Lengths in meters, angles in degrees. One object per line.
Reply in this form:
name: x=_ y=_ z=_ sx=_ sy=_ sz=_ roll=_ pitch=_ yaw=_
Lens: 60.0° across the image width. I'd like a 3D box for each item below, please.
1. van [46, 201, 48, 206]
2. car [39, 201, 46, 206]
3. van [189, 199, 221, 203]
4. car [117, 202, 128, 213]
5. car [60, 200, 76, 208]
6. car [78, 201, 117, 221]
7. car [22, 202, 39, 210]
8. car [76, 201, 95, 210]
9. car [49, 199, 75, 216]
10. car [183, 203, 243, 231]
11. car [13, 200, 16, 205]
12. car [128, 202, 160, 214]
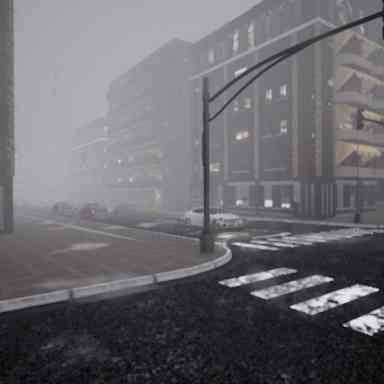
van: x=-32.019 y=2.497 z=77.222 sx=1.690 sy=1.788 sz=3.998 roll=-2 pitch=0 yaw=-36
car: x=-38.612 y=2.911 z=86.373 sx=1.947 sy=1.339 sz=4.313 roll=-2 pitch=0 yaw=-36
van: x=1.120 y=1.559 z=31.558 sx=1.690 sy=1.788 sz=3.998 roll=-2 pitch=0 yaw=-36
car: x=-8.912 y=2.064 z=45.188 sx=1.947 sy=1.339 sz=4.313 roll=-2 pitch=0 yaw=-36
car: x=-25.415 y=2.408 z=68.069 sx=1.967 sy=1.590 sz=4.097 roll=-2 pitch=0 yaw=-36
car: x=-9.059 y=1.802 z=31.172 sx=1.967 sy=1.590 sz=4.097 roll=-2 pitch=0 yaw=-36
car: x=-28.757 y=2.446 z=58.491 sx=1.752 sy=1.417 sz=4.829 roll=-2 pitch=0 yaw=-36
car: x=-18.913 y=2.308 z=59.055 sx=1.752 sy=1.417 sz=4.829 roll=-2 pitch=0 yaw=-36
car: x=-15.658 y=1.988 z=40.324 sx=1.967 sy=1.590 sz=4.097 roll=-2 pitch=0 yaw=-36
car: x=1.214 y=1.650 z=21.497 sx=1.812 sy=1.442 sz=4.674 roll=0 pitch=-1 yaw=-36
car: x=-42.062 y=2.616 z=76.934 sx=2.192 sy=1.841 sz=5.009 roll=-2 pitch=0 yaw=-36
car: x=-5.713 y=1.933 z=40.750 sx=1.752 sy=1.417 sz=4.829 roll=-2 pitch=0 yaw=-36
